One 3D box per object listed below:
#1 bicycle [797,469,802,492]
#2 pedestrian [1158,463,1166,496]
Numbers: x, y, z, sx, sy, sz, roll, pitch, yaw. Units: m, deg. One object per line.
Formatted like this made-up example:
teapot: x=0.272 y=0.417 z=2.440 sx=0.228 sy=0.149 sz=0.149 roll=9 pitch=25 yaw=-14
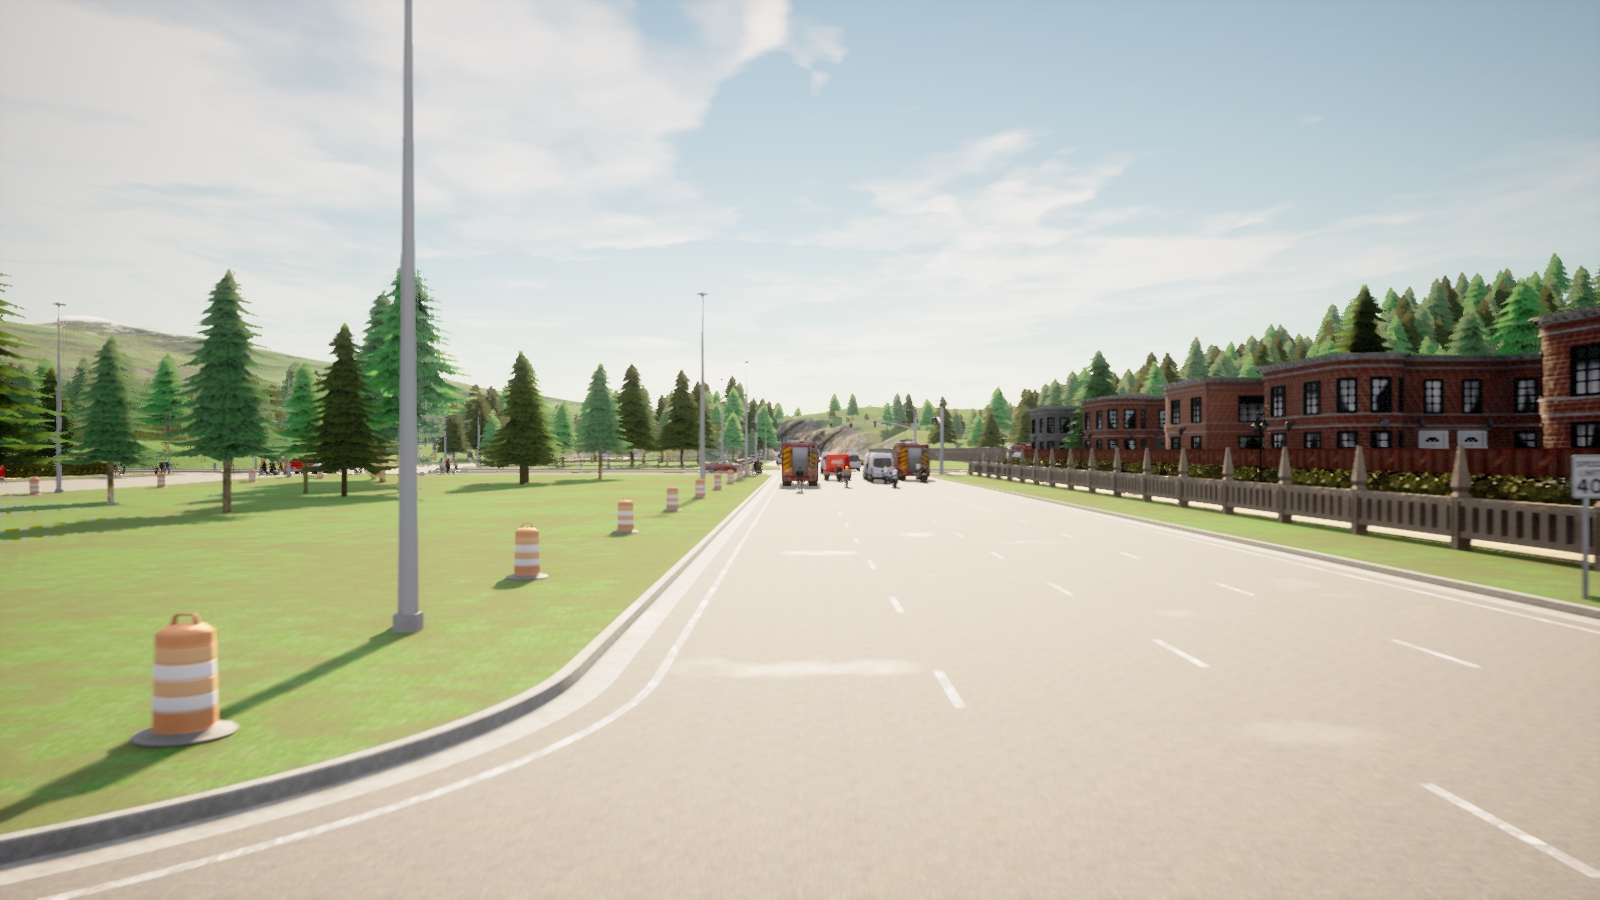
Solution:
bicycle: x=-0.007 y=2.058 z=76.563 sx=0.329 sy=1.471 sz=1.835 roll=0 pitch=0 yaw=0
pedestrian: x=20.622 y=1.696 z=65.063 sx=0.375 sy=1.860 sz=0.375 roll=0 pitch=0 yaw=0
